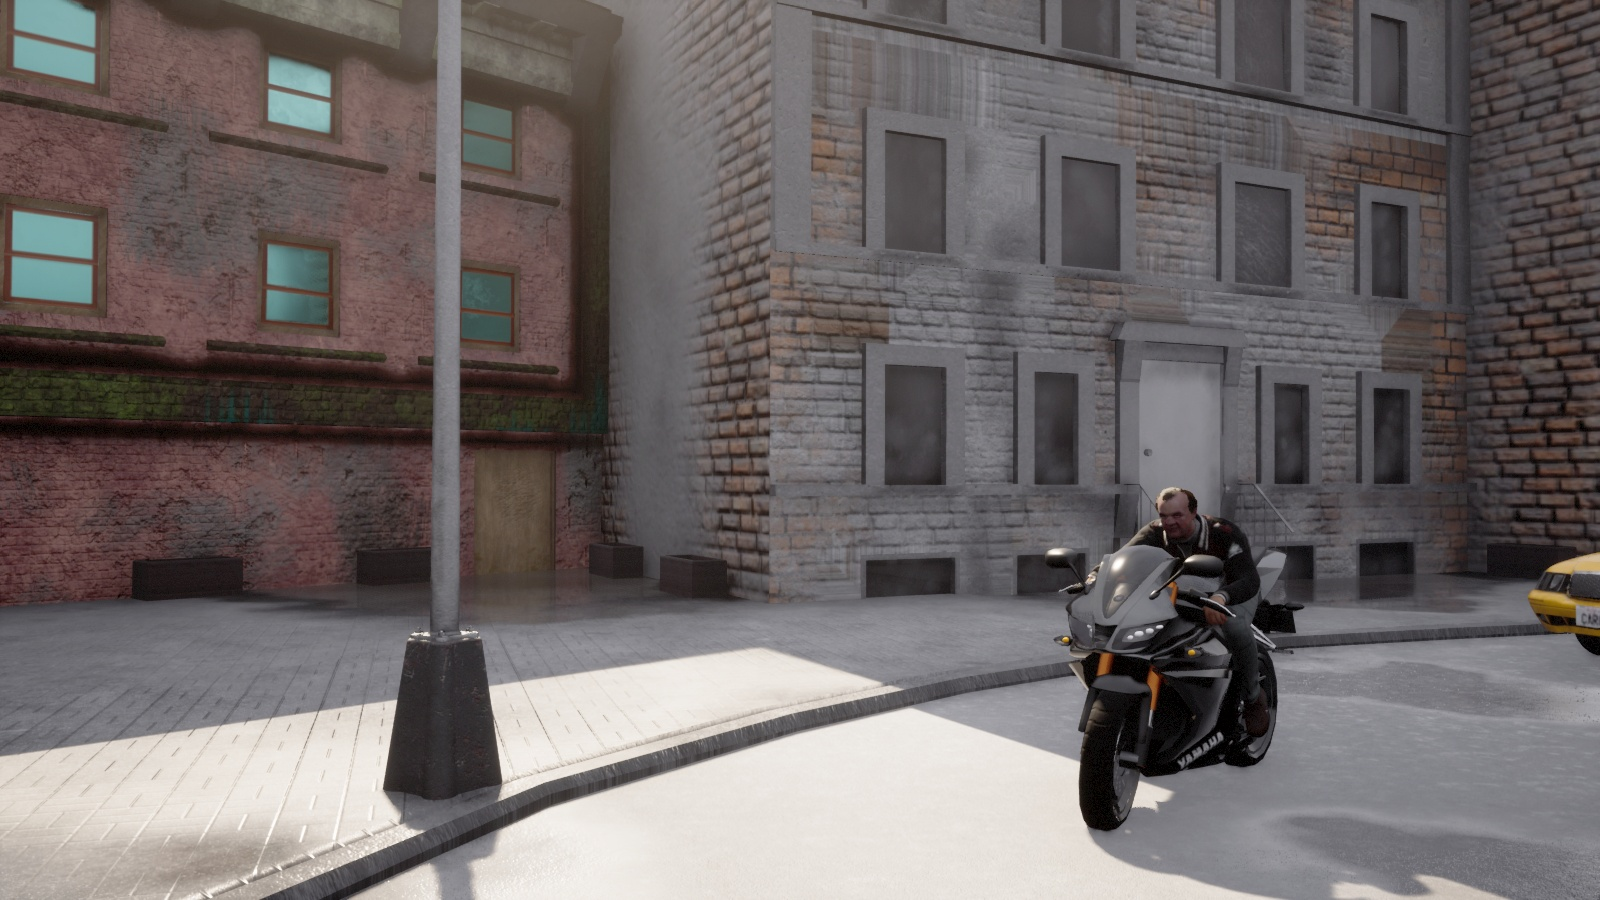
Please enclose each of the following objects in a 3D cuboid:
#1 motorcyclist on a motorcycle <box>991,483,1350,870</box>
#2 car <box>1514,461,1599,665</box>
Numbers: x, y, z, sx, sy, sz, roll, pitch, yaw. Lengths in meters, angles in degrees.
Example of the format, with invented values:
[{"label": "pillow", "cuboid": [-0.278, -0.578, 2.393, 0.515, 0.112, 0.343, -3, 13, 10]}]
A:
[{"label": "motorcyclist on a motorcycle", "cuboid": [1.903, 0.943, 6.183, 0.866, 1.530, 2.191, -1, -1, 40]}, {"label": "car", "cuboid": [8.798, 0.888, 10.423, 5.366, 1.575, 1.801, 0, -1, -17]}]
